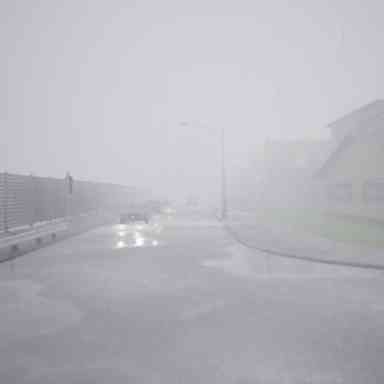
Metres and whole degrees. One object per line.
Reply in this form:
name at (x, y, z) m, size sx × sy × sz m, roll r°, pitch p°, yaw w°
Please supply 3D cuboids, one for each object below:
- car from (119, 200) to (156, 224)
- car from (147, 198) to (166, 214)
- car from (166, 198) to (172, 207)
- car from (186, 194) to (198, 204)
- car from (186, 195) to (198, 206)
car at (-4.096, 1.556, 24.951) m, size 1.994 × 1.385 × 4.181 m, roll 0°, pitch 0°, yaw 0°
car at (-4.093, 1.493, 35.044) m, size 1.837 × 1.490 × 4.892 m, roll 0°, pitch 0°, yaw 0°
car at (-4.061, 1.585, 49.797) m, size 1.895 × 1.301 × 4.718 m, roll 0°, pitch 0°, yaw 1°
car at (-0.016, 1.332, 62.889) m, size 2.097 × 1.767 × 4.553 m, roll 0°, pitch 0°, yaw 0°
car at (-0.013, 1.547, 52.882) m, size 1.994 × 1.385 × 4.181 m, roll 0°, pitch 0°, yaw 0°
